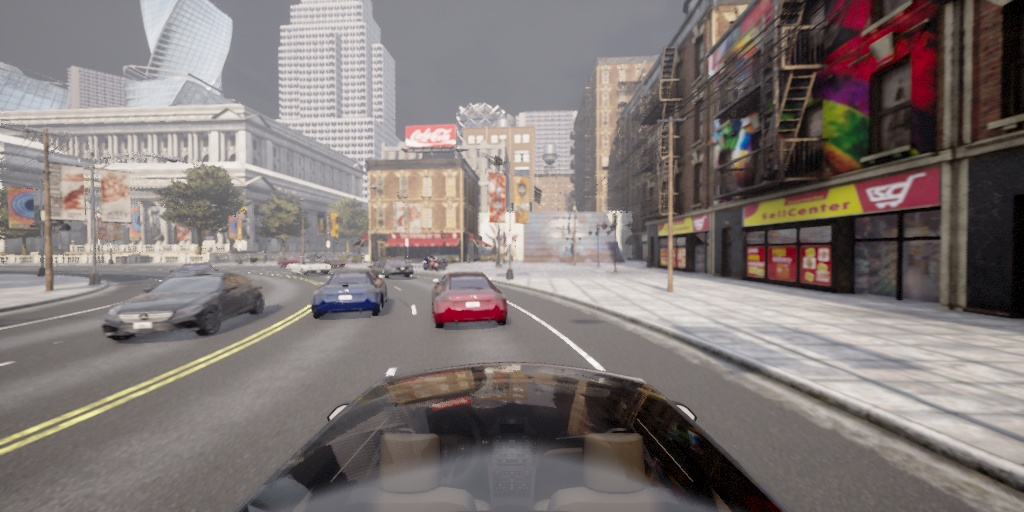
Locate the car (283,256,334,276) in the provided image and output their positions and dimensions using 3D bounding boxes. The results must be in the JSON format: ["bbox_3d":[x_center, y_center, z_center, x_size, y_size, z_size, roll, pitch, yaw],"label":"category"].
[{"bbox_3d":[-17.082,0.926,30.039,4.718,1.301,1.895,1,1,42],"label":"car"}]

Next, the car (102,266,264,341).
[{"bbox_3d":[-8.446,1.168,9.798,1.812,1.442,4.674,0,1,-16],"label":"car"}]

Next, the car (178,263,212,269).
[{"bbox_3d":[-16.218,1.087,18.413,1.994,1.385,4.181,-1,1,-36],"label":"car"}]

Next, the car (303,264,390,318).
[{"bbox_3d":[-5.448,1.149,12.400,1.994,1.385,4.181,0,1,-17],"label":"car"}]

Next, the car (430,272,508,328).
[{"bbox_3d":[-1.446,1.158,10.980,1.994,1.385,4.181,0,1,-13],"label":"car"}]

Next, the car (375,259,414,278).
[{"bbox_3d":[-9.154,0.898,26.813,2.033,1.411,5.357,-1,1,-39],"label":"car"}]
